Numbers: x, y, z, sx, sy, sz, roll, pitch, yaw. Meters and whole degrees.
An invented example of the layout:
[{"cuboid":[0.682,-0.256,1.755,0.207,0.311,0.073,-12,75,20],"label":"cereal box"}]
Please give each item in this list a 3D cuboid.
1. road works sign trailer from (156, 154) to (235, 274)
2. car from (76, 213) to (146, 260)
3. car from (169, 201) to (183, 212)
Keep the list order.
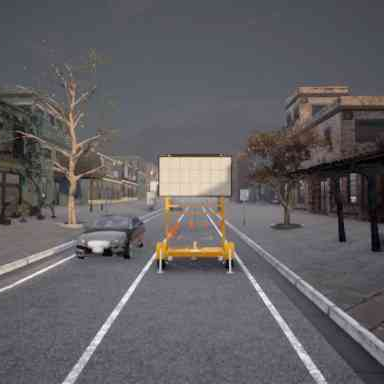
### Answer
[{"cuboid":[0.108,0.559,10.924,2.380,3.560,2.880,0,-1,1],"label":"road works sign trailer"},{"cuboid":[-2.971,1.619,13.037,2.128,1.511,4.902,0,-1,1],"label":"car"},{"cuboid":[-2.479,2.217,51.504,2.128,1.511,4.902,0,-1,1],"label":"car"}]
